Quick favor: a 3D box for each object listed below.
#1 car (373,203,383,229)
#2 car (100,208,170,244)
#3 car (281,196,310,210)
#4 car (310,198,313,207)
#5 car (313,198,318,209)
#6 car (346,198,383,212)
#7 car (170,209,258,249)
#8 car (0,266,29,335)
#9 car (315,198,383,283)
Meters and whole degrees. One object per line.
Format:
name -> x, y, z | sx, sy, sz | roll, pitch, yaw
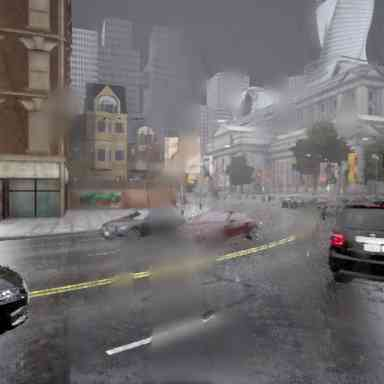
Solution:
car -> 13.428, 1.536, 21.813 | 2.033, 1.411, 5.357 | 0, 0, 21
car -> -2.165, 1.511, 16.032 | 1.812, 1.442, 4.674 | 0, 0, 39
car -> 13.209, 1.321, 43.482 | 2.097, 1.767, 4.553 | 0, 0, -2
car -> 16.680, 1.496, 44.180 | 1.812, 1.442, 4.674 | 0, 0, -3
car -> 11.654, 1.474, 27.777 | 2.128, 1.511, 4.902 | 0, 0, 16
car -> 19.943, 1.497, 38.519 | 2.002, 1.452, 4.674 | 0, 0, 1
car -> 1.337, 1.513, 14.858 | 1.812, 1.442, 4.674 | 0, 0, 38
car -> -4.878, 1.486, 4.357 | 4.902, 1.511, 2.128 | 0, 0, -32
car -> 5.441, 1.218, 8.750 | 2.150, 2.045, 5.566 | 0, 0, 42
